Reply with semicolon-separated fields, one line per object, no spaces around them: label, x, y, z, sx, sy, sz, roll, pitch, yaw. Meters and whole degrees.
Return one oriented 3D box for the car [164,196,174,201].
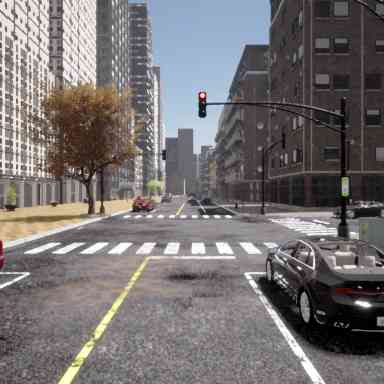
car;-5.727;1.632;83.340;2.008;1.369;4.403;0;0;0

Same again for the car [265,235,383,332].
car;2.687;1.551;6.772;2.008;1.369;4.403;0;0;0

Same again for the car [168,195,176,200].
car;-5.732;1.654;94.385;2.008;1.369;4.403;0;0;0

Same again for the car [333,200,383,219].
car;13.415;1.350;26.183;4.403;1.369;2.008;-1;1;-1

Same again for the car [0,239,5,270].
car;-5.694;1.545;6.769;1.887;1.381;4.507;0;0;0

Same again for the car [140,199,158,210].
car;-5.710;1.592;44.680;1.947;1.339;4.313;0;0;0

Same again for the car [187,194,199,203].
car;-0.030;1.656;68.927;1.895;1.301;4.718;0;0;0

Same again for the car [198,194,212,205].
car;2.664;1.610;61.251;1.947;1.339;4.313;0;0;0

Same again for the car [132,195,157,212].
car;-5.708;1.336;39.157;2.192;1.841;5.009;0;0;0

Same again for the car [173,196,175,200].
car;-5.725;1.385;77.817;2.192;1.841;5.009;0;0;0

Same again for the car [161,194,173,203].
car;-5.722;1.627;72.294;1.947;1.339;4.313;0;0;0

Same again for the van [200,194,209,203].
van;2.658;1.402;72.298;1.690;1.788;3.998;0;0;0
